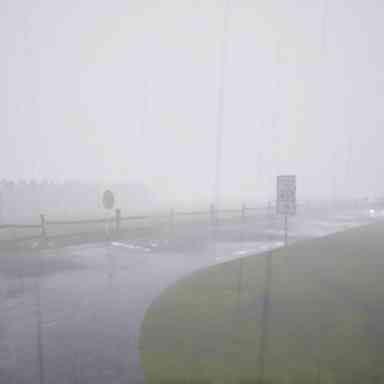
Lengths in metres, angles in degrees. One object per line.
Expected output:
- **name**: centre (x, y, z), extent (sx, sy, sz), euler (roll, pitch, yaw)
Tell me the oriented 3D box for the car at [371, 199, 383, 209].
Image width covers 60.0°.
- **car**: centre (24.876, 1.533, 43.366), extent (1.895, 1.301, 4.718), euler (0, 0, 44)
